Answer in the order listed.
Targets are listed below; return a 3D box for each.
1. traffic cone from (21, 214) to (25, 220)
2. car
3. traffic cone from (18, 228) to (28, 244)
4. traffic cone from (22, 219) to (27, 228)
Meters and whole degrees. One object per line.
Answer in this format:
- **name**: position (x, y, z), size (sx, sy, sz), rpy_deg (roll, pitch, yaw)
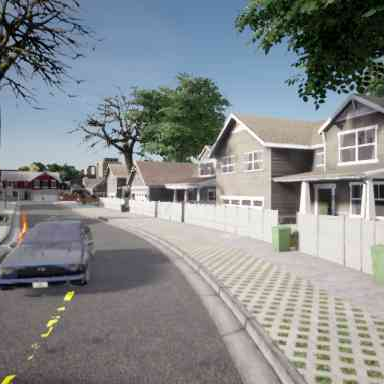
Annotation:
- **traffic cone**: position (-11.503, 1.963, 22.804), size (0.340, 0.580, 0.340), rpy_deg (0, 0, -27)
- **car**: position (-3.792, 1.551, 9.512), size (2.033, 1.411, 5.357), rpy_deg (0, 0, -14)
- **traffic cone**: position (-7.215, 1.960, 14.052), size (0.340, 0.580, 0.340), rpy_deg (0, 0, -22)
- **traffic cone**: position (-9.208, 1.962, 18.362), size (0.340, 0.580, 0.340), rpy_deg (0, 0, -27)
